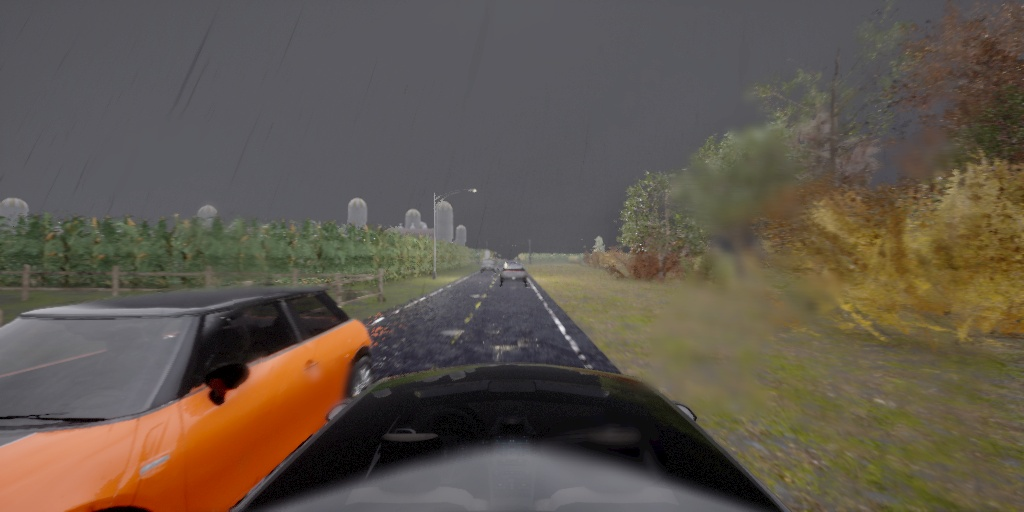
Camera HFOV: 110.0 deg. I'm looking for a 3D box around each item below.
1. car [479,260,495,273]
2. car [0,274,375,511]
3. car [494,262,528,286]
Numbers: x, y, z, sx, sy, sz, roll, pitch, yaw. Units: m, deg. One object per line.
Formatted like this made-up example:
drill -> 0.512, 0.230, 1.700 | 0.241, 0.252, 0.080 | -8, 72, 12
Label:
car -> -2.821, 1.221, 43.771 | 1.837, 1.490, 4.892 | 0, 0, 0
car -> -2.847, 1.101, 2.797 | 2.097, 1.767, 4.553 | 0, 0, 0
car -> 0.098, 1.220, 25.260 | 2.128, 1.511, 4.902 | 0, 0, 0
